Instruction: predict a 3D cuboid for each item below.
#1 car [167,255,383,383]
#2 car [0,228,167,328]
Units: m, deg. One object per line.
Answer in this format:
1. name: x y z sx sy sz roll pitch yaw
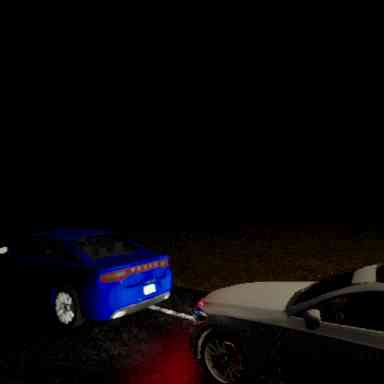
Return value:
1. car: 2.134 1.552 3.622 4.674 1.442 1.812 0 0 36
2. car: -2.734 1.512 7.130 5.008 1.535 1.882 0 0 36
